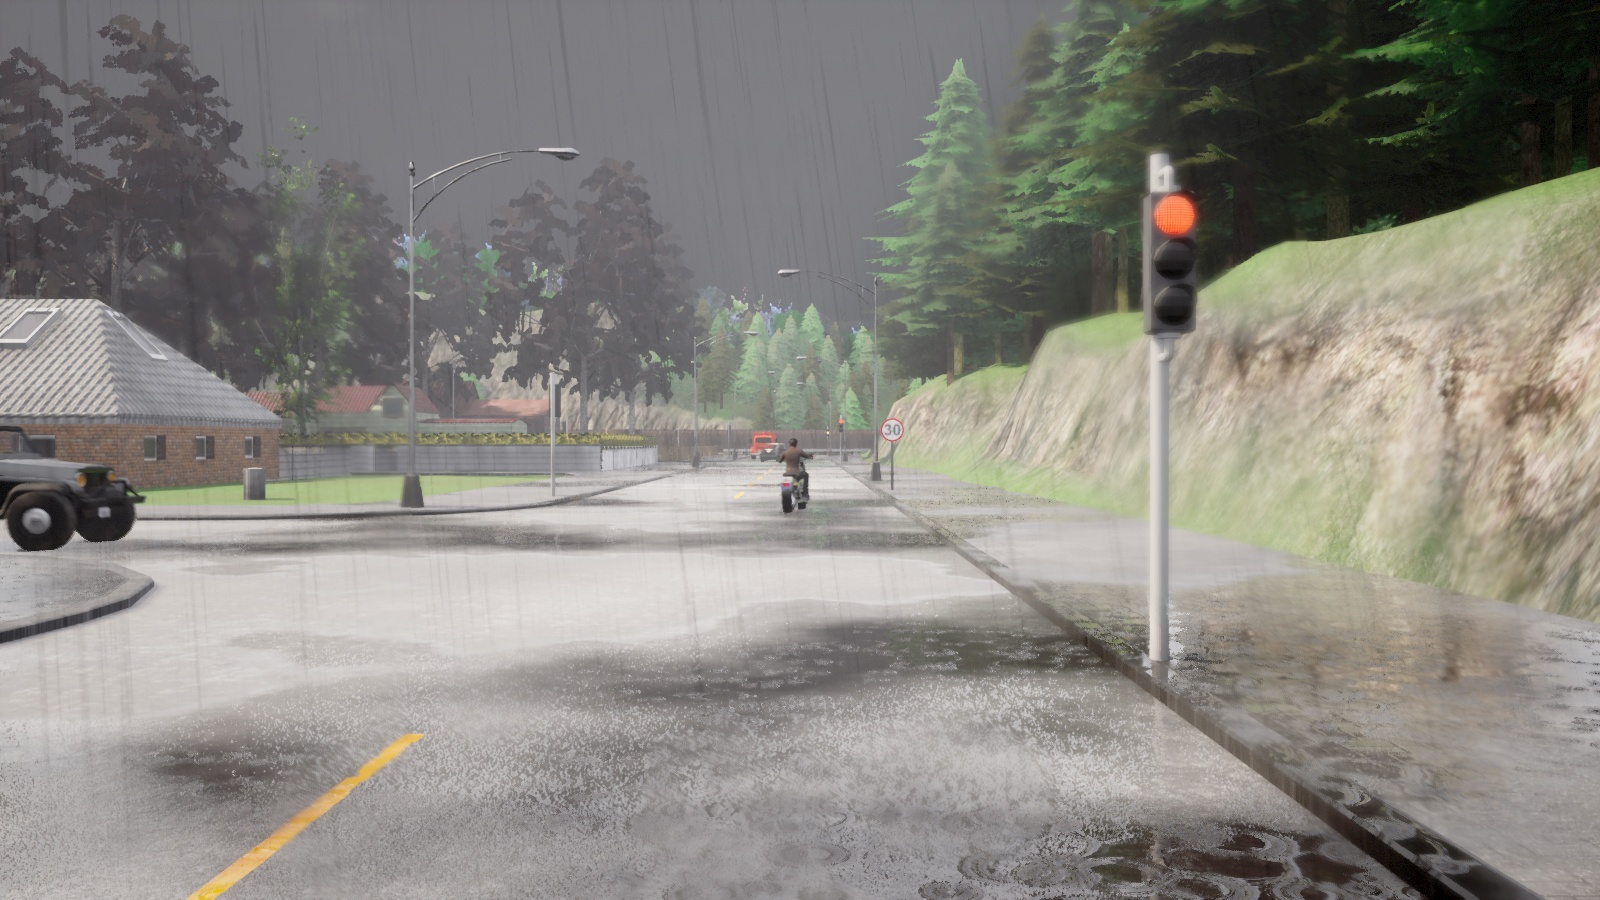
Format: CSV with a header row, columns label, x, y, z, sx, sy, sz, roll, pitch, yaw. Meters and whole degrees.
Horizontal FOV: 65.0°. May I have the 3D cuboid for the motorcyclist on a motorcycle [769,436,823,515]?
label,x,y,z,sx,sy,sz,roll,pitch,yaw
motorcyclist on a motorcycle,-0.073,0.540,27.782,0.766,1.649,2.350,-1,0,10

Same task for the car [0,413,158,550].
label,x,y,z,sx,sy,sz,roll,pitch,yaw
car,-11.714,0.430,18.167,3.866,1.878,1.905,0,0,0

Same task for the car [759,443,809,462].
label,x,y,z,sx,sy,sz,roll,pitch,yaw
car,-1.255,0.158,98.023,1.970,1.475,3.806,0,0,38
